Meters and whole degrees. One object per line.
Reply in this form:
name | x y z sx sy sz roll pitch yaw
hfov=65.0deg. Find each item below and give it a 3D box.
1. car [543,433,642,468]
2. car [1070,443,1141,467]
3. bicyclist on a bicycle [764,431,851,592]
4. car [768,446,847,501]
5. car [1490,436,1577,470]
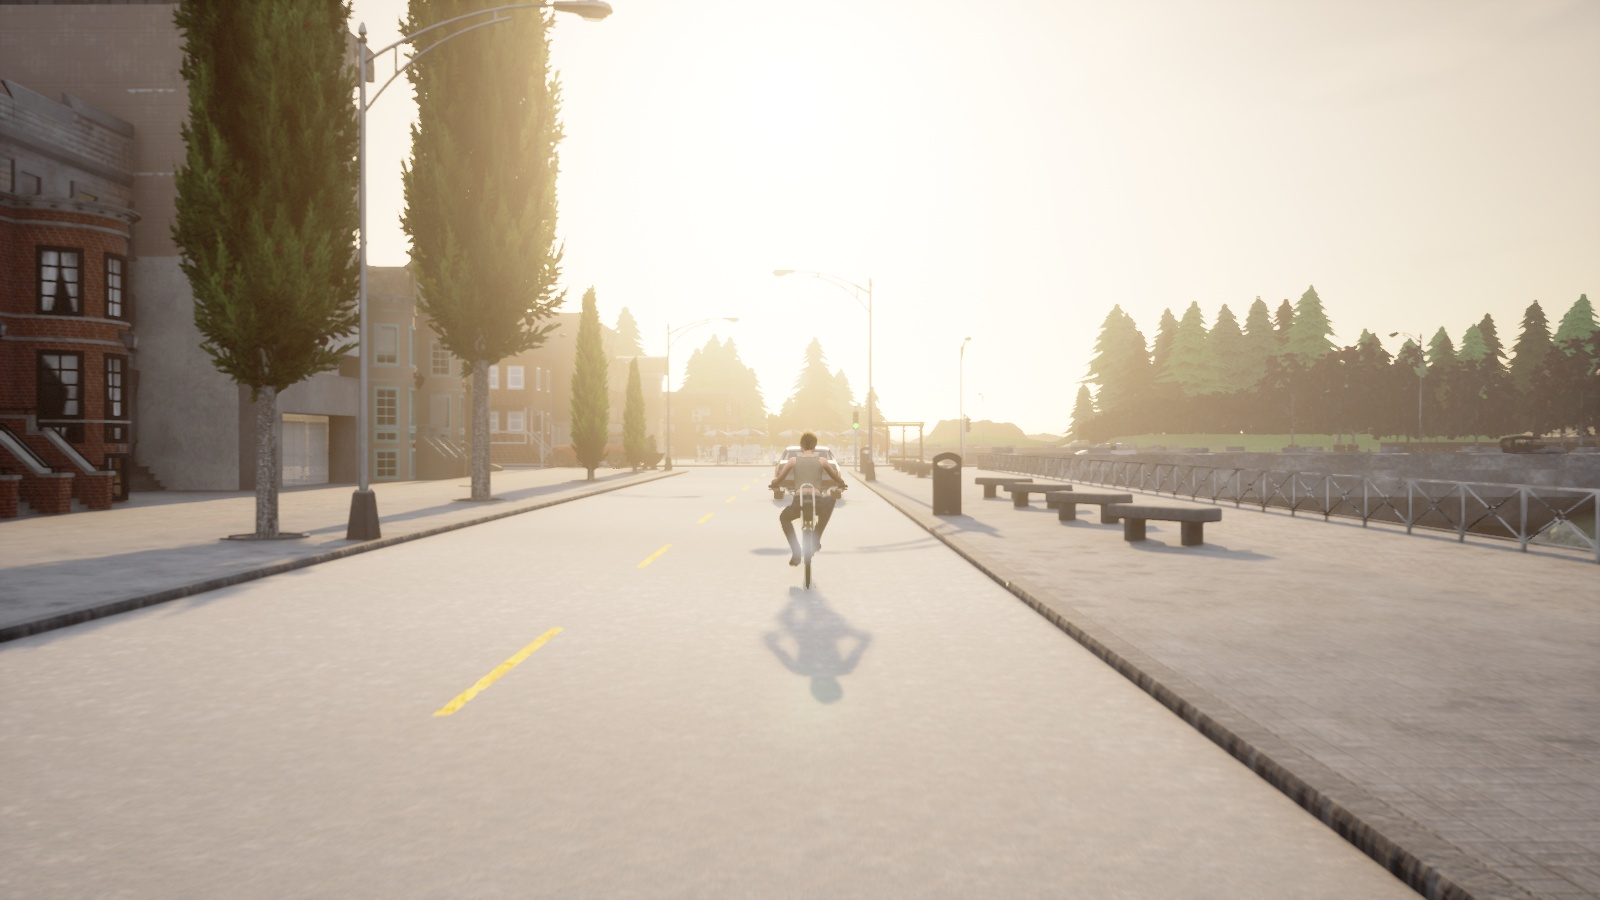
car | -12.559 0.026 76.263 5.566 2.045 2.150 0 0 4
car | 18.495 0.298 76.056 3.806 1.475 1.970 0 0 0
bicyclist on a bicycle | 0.085 0.608 13.317 0.866 1.612 1.509 0 0 1
car | 0.210 0.597 35.061 2.033 1.411 5.357 0 0 0
car | 41.967 0.171 71.929 3.866 1.878 1.905 0 0 0
